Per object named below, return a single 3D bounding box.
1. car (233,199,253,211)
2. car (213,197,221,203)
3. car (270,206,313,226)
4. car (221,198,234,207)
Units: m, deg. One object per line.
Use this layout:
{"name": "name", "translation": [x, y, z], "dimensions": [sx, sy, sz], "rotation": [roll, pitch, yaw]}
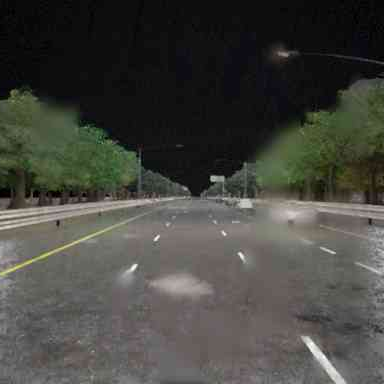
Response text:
{"name": "car", "translation": [7.116, 1.798, 45.066], "dimensions": [1.812, 1.442, 4.674], "rotation": [0, -1, 0]}
{"name": "car", "translation": [7.477, 2.361, 92.288], "dimensions": [1.837, 1.490, 4.892], "rotation": [0, -1, 1]}
{"name": "car", "translation": [7.035, 1.679, 24.082], "dimensions": [1.895, 1.301, 4.718], "rotation": [0, 0, 0]}
{"name": "car", "translation": [7.219, 1.970, 62.153], "dimensions": [2.128, 1.511, 4.902], "rotation": [0, -1, 0]}
